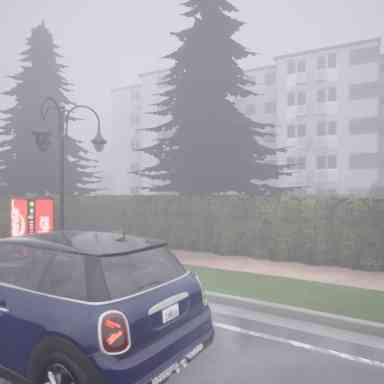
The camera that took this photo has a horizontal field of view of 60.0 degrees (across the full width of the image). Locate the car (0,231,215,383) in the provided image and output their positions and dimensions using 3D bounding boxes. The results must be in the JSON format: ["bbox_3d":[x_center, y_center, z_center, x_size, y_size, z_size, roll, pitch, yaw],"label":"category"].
[{"bbox_3d":[-2.029,1.352,4.803,4.553,1.767,2.097,0,0,32],"label":"car"}]

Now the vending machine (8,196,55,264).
[{"bbox_3d":[-5.294,1.195,11.041,0.880,2.100,1.100,0,0,24],"label":"vending machine"}]
